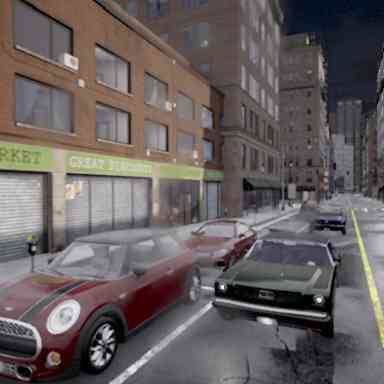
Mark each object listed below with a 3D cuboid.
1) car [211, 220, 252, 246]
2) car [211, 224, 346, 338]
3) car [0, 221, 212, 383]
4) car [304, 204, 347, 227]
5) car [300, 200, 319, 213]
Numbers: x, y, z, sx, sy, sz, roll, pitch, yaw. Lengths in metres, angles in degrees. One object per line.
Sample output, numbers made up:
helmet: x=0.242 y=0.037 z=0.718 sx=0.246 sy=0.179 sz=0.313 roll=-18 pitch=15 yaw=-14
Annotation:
car: x=0.963 y=1.582 z=10.660 sx=1.802 sy=1.307 sz=4.206 roll=-1 pitch=0 yaw=25
car: x=2.056 y=1.602 z=6.920 sx=1.895 sy=1.301 sz=4.718 roll=0 pitch=0 yaw=25
car: x=-1.404 y=1.439 z=5.601 sx=1.967 sy=1.590 sz=4.097 roll=-1 pitch=0 yaw=25
car: x=7.880 y=1.604 z=19.138 sx=1.895 sy=1.301 sz=4.718 roll=0 pitch=0 yaw=25
car: x=12.788 y=1.542 z=35.962 sx=1.887 sy=1.381 sz=4.507 roll=-1 pitch=0 yaw=25
